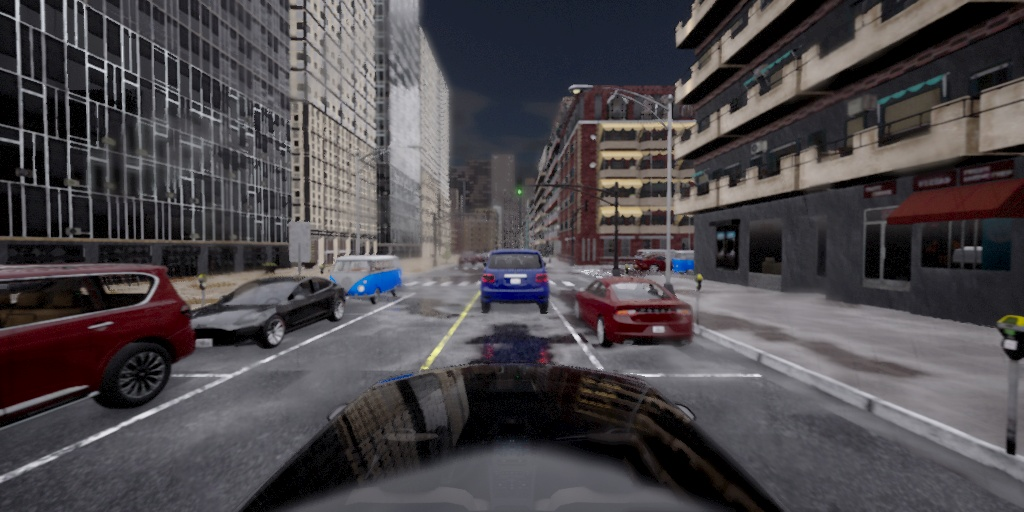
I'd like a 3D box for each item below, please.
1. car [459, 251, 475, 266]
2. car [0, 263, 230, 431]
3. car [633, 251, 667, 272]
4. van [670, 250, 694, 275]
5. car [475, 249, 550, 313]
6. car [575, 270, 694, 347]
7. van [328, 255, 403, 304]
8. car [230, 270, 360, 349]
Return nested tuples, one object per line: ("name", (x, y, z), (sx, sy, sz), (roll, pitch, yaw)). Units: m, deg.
("car", (-5.675, 0.282, 46.711), (2.192, 1.841, 5.009), (0, 0, 0))
("car", (-5.691, 1.036, 3.282), (2.192, 1.841, 5.009), (0, 0, 0))
("car", (12.317, 0.572, 28.521), (5.008, 1.535, 1.882), (-1, 1, -1))
("van", (13.751, 0.476, 25.894), (3.998, 1.789, 1.690), (0, 0, 0))
("car", (0.103, 0.770, 13.024), (2.150, 2.045, 5.566), (0, 1, 0))
("car", (2.691, 1.169, 8.800), (1.888, 1.381, 4.507), (0, 0, 0))
("van", (-5.687, 0.866, 14.326), (1.690, 1.789, 3.998), (0, 0, 0))
("car", (-5.689, 1.189, 8.804), (1.948, 1.339, 4.313), (0, 0, 0))
